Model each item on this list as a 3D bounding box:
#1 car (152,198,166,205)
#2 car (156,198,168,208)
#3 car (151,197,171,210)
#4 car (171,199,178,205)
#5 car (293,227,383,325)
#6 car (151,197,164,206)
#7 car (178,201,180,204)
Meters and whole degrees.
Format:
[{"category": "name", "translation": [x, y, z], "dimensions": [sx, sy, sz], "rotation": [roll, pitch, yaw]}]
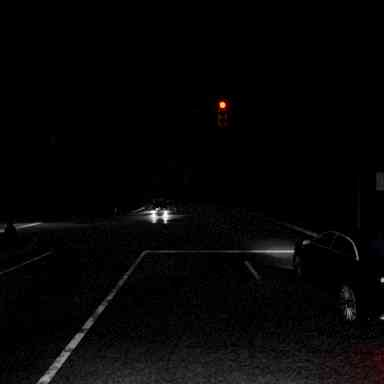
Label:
[{"category": "car", "translation": [-8.359, 2.345, 83.112], "dimensions": [1.882, 1.535, 5.008], "rotation": [0, -1, -25]}, {"category": "car", "translation": [-4.941, 1.750, 53.586], "dimensions": [1.812, 1.442, 4.674], "rotation": [0, -1, -7]}, {"category": "car", "translation": [-4.124, 1.680, 43.632], "dimensions": [1.895, 1.301, 4.718], "rotation": [0, -1, -2]}, {"category": "car", "translation": [-5.182, 2.214, 74.163], "dimensions": [1.994, 1.385, 4.181], "rotation": [0, -1, -19]}, {"category": "car", "translation": [3.582, 1.492, 7.038], "dimensions": [2.128, 1.511, 4.902], "rotation": [0, 0, 1]}, {"category": "car", "translation": [-7.124, 1.883, 67.576], "dimensions": [2.097, 1.767, 4.553], "rotation": [0, -1, -12]}, {"category": "car", "translation": [-4.732, 2.441, 83.504], "dimensions": [1.895, 1.301, 4.718], "rotation": [0, -1, -22]}]
